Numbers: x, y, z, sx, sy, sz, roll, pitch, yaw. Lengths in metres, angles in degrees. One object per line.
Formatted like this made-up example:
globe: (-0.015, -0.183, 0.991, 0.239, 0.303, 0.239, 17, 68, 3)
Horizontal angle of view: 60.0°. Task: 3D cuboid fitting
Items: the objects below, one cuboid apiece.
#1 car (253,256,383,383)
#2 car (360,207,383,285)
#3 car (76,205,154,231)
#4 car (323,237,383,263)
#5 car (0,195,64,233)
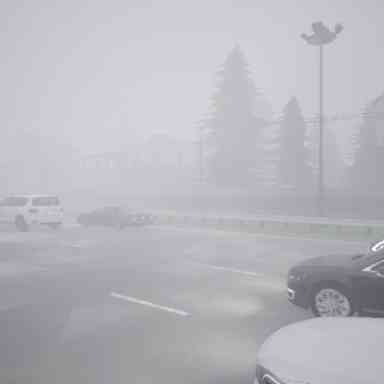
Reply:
car: (2.673, 1.529, 2.085, 4.674, 1.442, 1.812, 0, 0, 36)
car: (6.658, 1.355, 7.842, 4.553, 1.767, 2.097, 0, 0, 36)
car: (-4.803, 1.506, 20.326, 5.357, 1.411, 2.033, 0, 0, 36)
car: (4.044, 1.504, 5.407, 4.892, 1.490, 1.837, 0, 0, 36)
car: (-9.882, 1.170, 19.653, 5.566, 2.045, 2.150, 0, 0, 36)
